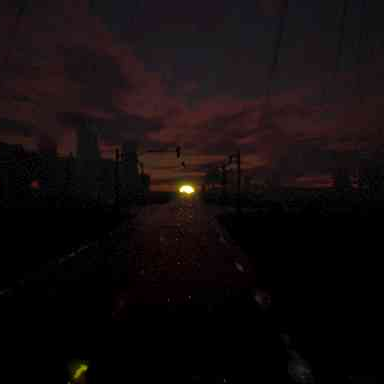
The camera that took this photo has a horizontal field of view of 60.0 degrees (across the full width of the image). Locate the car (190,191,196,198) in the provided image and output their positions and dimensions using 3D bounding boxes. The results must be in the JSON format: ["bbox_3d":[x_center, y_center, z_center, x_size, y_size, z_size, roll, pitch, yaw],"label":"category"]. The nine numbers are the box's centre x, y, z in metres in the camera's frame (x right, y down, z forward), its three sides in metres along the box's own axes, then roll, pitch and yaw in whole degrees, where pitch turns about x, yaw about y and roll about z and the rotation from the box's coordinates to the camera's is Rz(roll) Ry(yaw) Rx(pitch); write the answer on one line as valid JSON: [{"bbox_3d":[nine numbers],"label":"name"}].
[{"bbox_3d":[0.281,0.839,90.957,2.033,1.411,5.357,0,0,0],"label":"car"}]
